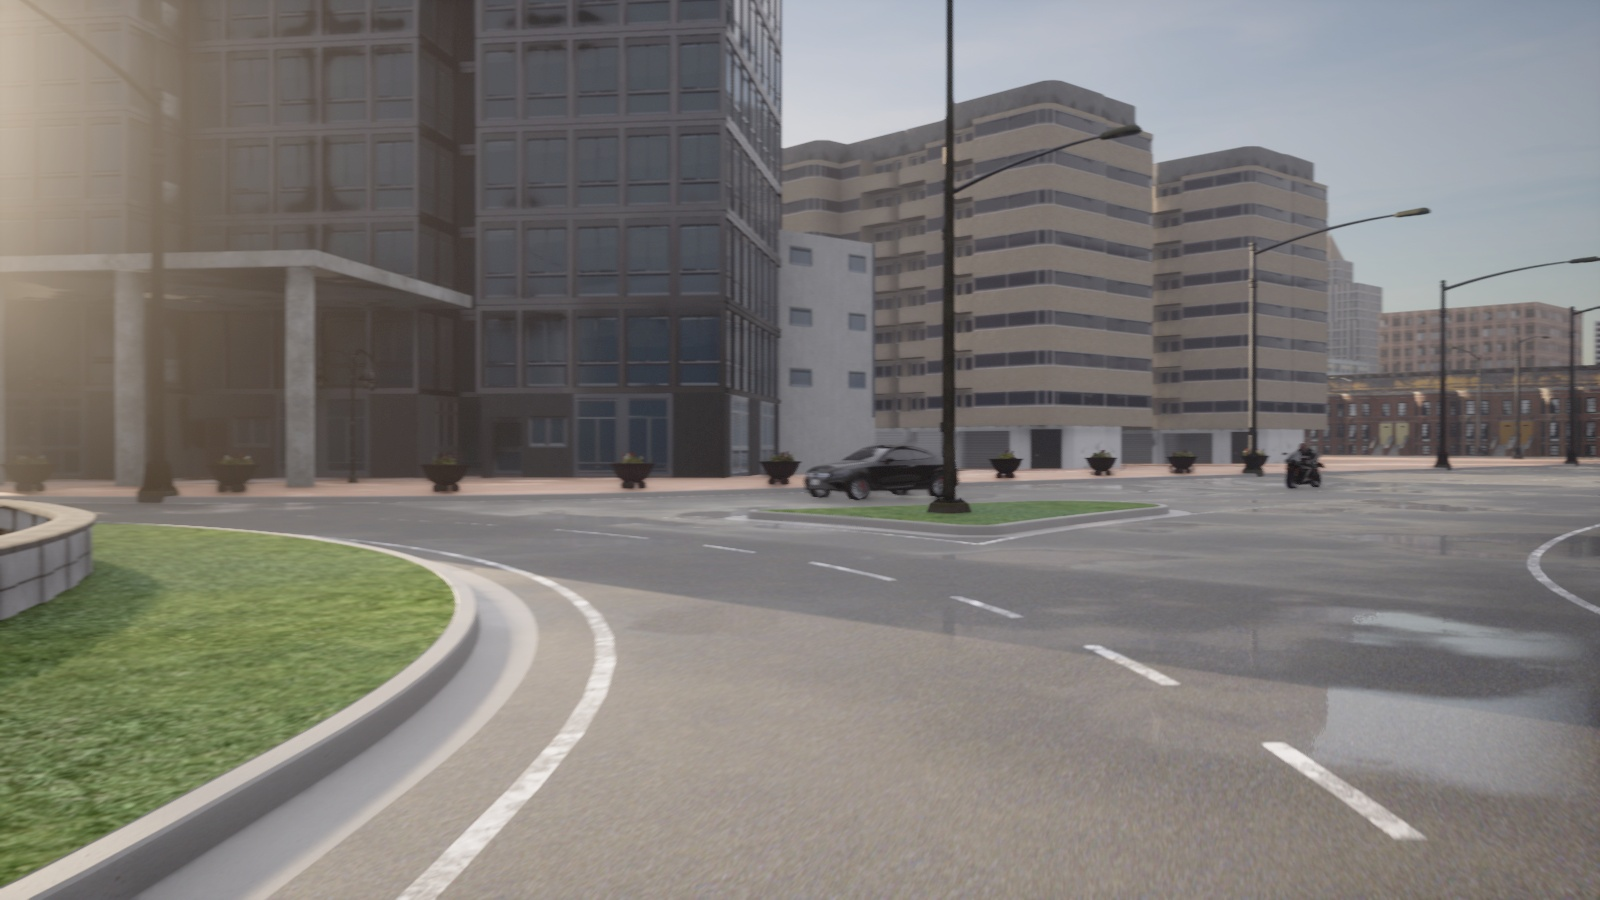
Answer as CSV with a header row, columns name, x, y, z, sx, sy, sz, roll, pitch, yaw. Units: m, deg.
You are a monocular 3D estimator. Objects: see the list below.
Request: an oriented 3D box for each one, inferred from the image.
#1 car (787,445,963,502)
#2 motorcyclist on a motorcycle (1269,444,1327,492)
name,x,y,z,sx,sy,sz,roll,pitch,yaw
car,2.076,0.582,33.997,4.674,1.442,1.812,0,0,-37
motorcyclist on a motorcycle,16.349,0.580,41.225,2.191,1.530,0.866,0,0,-41
